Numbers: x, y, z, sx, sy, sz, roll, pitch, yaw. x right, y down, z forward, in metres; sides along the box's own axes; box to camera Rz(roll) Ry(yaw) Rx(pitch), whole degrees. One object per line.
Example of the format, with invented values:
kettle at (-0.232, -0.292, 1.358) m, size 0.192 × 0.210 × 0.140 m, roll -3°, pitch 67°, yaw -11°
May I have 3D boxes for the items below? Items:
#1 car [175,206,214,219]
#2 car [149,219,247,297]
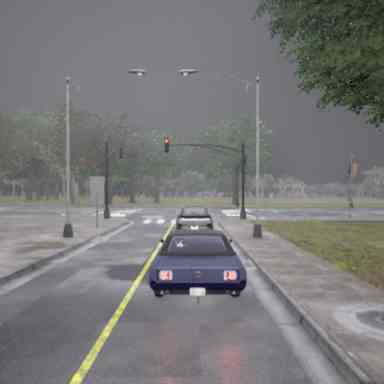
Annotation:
car at (0.126, 1.499, 17.754) m, size 2.128 × 1.511 × 4.902 m, roll 0°, pitch 0°, yaw 0°
car at (0.112, 1.597, 8.495) m, size 1.895 × 1.301 × 4.718 m, roll 0°, pitch 0°, yaw 0°
